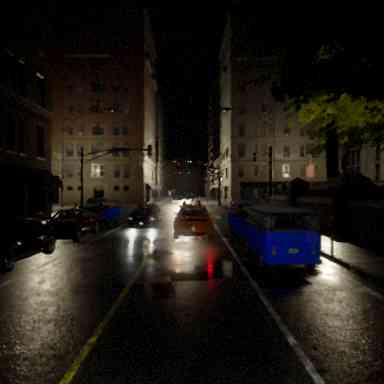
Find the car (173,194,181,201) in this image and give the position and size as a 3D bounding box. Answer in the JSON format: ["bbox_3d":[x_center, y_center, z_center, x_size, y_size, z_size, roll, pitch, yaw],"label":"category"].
[{"bbox_3d":[-3.407,1.252,76.923,1.882,1.535,5.008,0,0,-1],"label":"car"}]

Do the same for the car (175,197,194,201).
[{"bbox_3d":[0.006,1.416,26.258,2.128,1.511,4.902,0,0,0],"label":"car"}]

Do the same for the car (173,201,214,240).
[{"bbox_3d":[0.083,1.432,16.839,1.882,1.535,5.008,0,0,1],"label":"car"}]

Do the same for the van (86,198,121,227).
[{"bbox_3d":[-5.848,1.281,21.915,1.690,1.788,3.998,0,0,0],"label":"van"}]

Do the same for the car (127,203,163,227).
[{"bbox_3d":[-3.021,1.485,22.504,2.033,1.411,5.357,0,0,0],"label":"car"}]

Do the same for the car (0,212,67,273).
[{"bbox_3d":[-5.852,1.539,10.595,1.947,1.339,4.313,0,0,0],"label":"car"}]

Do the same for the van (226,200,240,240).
[{"bbox_3d":[2.676,1.297,16.262,1.690,1.788,3.998,0,0,0],"label":"van"}]

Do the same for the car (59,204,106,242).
[{"bbox_3d":[-5.850,1.501,16.255,1.887,1.381,4.507,0,0,0],"label":"car"}]

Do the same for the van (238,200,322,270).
[{"bbox_3d":[2.674,1.314,10.604,1.690,1.788,3.998,0,0,0],"label":"van"}]

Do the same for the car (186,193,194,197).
[{"bbox_3d":[-0.538,1.336,87.094,1.895,1.301,4.718,0,0,-1],"label":"car"}]
